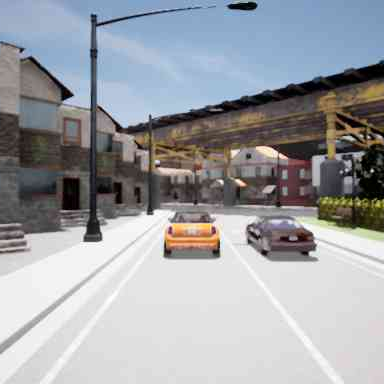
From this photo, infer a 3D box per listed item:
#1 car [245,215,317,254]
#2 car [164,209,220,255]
[{"bbox_3d":[3.498,1.681,13.997,2.033,1.411,5.357,0,-1,0],"label":"car"},{"bbox_3d":[0.000,1.484,14.091,2.097,1.767,4.553,0,-1,0],"label":"car"}]
